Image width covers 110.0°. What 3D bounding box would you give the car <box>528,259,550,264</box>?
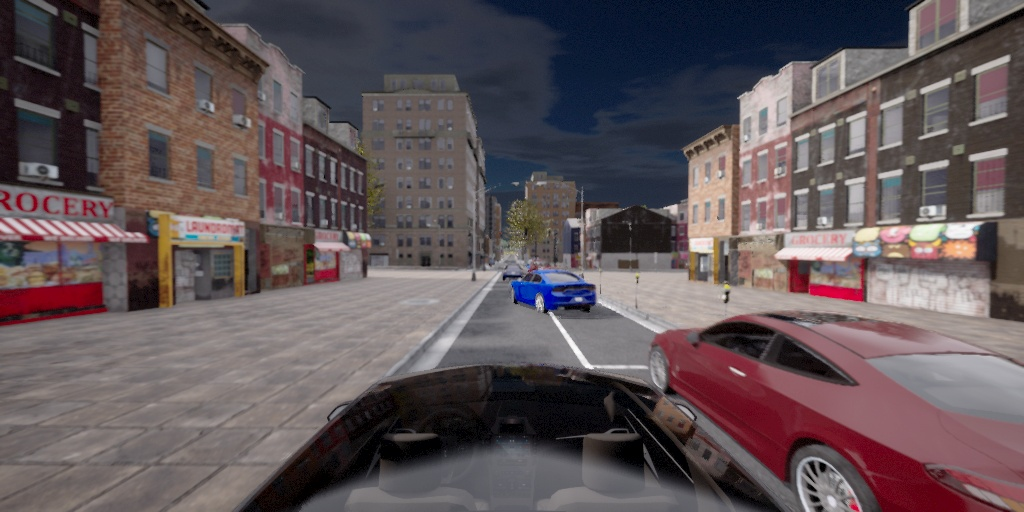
[{"bbox_3d":[2.662,1.231,33.958,2.192,1.841,5.009,0,0,0],"label":"car"}]

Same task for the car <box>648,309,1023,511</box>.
[{"bbox_3d":[3.024,1.282,3.708,1.812,1.442,4.674,0,0,0],"label":"car"}]

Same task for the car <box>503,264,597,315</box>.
[{"bbox_3d":[1.410,1.276,14.131,1.882,1.535,5.008,0,0,-19],"label":"car"}]

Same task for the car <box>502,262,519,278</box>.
[{"bbox_3d":[0.112,1.474,33.306,1.994,1.385,4.181,0,-1,0],"label":"car"}]
